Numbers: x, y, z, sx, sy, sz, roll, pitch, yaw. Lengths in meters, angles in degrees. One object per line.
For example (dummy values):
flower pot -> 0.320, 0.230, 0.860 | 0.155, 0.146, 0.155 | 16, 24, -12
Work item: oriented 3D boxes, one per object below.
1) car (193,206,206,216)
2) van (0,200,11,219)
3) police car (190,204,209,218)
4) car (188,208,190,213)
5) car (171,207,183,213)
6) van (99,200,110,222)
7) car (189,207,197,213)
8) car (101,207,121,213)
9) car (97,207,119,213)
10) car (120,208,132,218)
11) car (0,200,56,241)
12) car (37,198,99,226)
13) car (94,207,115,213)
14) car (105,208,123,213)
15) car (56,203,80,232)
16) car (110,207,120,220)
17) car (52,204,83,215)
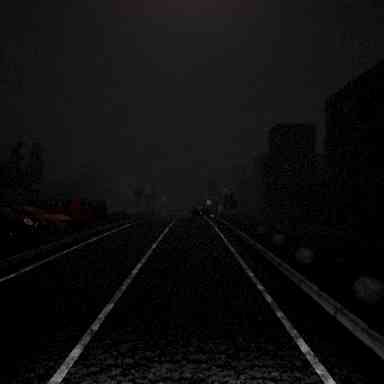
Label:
car -> 1.009, 2.741, 48.544 | 1.812, 1.442, 4.674 | 0, -3, 0
van -> -21.704, 1.843, 34.892 | 4.442, 1.987, 1.878 | 0, -2, 0
police car -> 0.988, 2.169, 38.656 | 1.930, 1.638, 5.238 | 0, -2, 0
car -> 0.123, 4.032, 74.247 | 1.994, 1.385, 4.181 | 0, -3, 0
car -> -3.121, 4.213, 75.957 | 1.994, 1.385, 4.181 | 0, -3, 0
van -> -9.641, 1.616, 28.345 | 4.442, 1.987, 1.878 | 0, -2, 0
car -> 0.178, 4.818, 89.242 | 2.033, 1.411, 5.357 | 0, -3, 0
car -> -21.779, 4.859, 89.661 | 5.008, 1.535, 2.097 | 0, -3, 0
car -> -21.782, 4.685, 86.393 | 4.892, 1.521, 2.231 | 0, -3, 0
car -> -9.366, 2.043, 34.290 | 5.366, 1.575, 1.946 | 0, -2, 0
car -> -9.469, 1.397, 16.201 | 4.553, 1.767, 2.185 | 0, -1, -1
car -> -9.519, 1.411, 22.156 | 5.566, 2.045, 2.435 | 0, -2, 0
car -> -21.799, 4.549, 83.119 | 4.674, 1.452, 2.002 | 0, -3, 0
car -> -21.757, 5.068, 92.803 | 4.674, 1.452, 2.002 | 0, -3, 0
car -> -9.469, 1.593, 19.233 | 5.008, 1.535, 2.097 | 0, -1, -1
car -> -9.569, 1.815, 31.377 | 4.553, 1.767, 2.185 | 0, -2, 0
car -> -21.940, 3.081, 58.827 | 4.553, 1.767, 2.185 | 0, -3, 0
